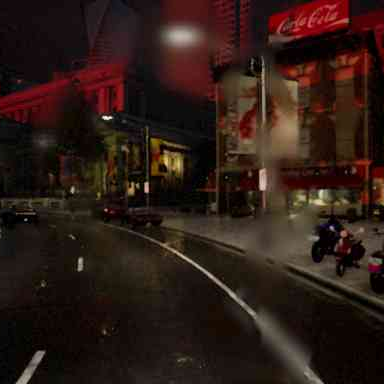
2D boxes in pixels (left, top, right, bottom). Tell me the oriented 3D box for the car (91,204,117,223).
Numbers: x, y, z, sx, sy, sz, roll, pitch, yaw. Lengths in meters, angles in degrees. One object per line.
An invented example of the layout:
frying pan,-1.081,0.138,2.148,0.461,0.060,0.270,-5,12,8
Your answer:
car,-6.923,1.727,27.974,2.002,1.452,4.674,0,0,-36

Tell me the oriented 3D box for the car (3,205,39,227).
car,-12.637,1.691,24.465,2.128,1.511,4.902,0,-1,-35

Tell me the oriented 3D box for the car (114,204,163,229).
car,-3.726,1.761,23.218,1.895,1.301,4.718,0,0,-26
